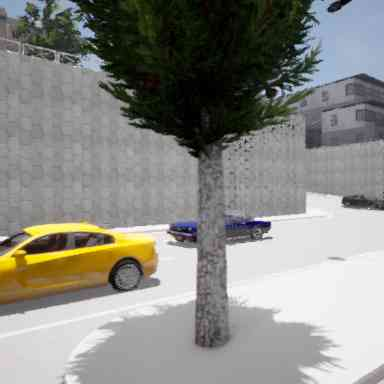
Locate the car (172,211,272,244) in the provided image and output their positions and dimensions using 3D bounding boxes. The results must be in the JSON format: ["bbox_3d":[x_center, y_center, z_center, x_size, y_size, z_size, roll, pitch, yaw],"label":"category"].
[{"bbox_3d":[1.267,1.529,14.684,4.718,1.301,1.895,0,0,-35],"label":"car"}]

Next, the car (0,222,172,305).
[{"bbox_3d":[-3.141,1.463,7.291,5.008,1.535,1.882,0,0,-35],"label":"car"}]

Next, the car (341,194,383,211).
[{"bbox_3d":[17.790,1.016,34.178,1.837,1.490,4.892,1,2,-26],"label":"car"}]
